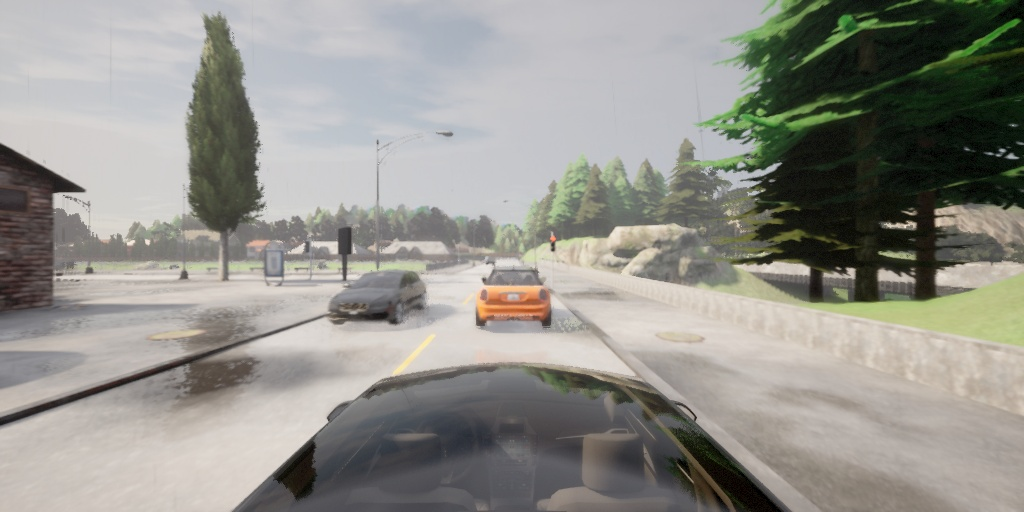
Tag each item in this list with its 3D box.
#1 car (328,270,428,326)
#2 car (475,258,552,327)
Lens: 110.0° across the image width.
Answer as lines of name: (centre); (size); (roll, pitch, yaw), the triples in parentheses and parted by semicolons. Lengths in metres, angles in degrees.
car: (-4.074, 1.223, 11.670); (1.837, 1.490, 4.892); (0, 0, 0)
car: (0.056, 1.073, 11.520); (2.097, 1.767, 4.553); (0, 1, 0)
